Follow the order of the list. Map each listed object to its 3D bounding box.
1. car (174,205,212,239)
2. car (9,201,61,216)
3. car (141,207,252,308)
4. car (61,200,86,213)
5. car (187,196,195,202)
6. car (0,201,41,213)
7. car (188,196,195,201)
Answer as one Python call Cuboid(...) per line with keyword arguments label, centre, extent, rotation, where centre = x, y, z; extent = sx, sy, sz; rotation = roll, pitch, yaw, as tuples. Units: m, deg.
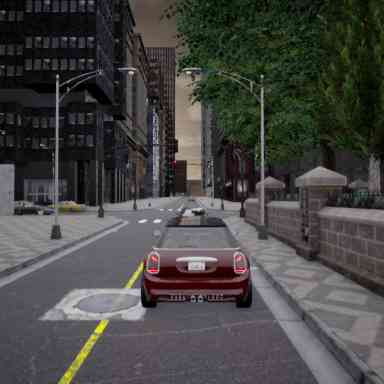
Cuboid(label="car", centre=(0.059, 1.541, 18.228), extent=(1.812, 1.442, 4.674), rotation=(0, 0, 0))
Cuboid(label="car", centre=(-14.701, 1.517, 30.156), extent=(4.403, 1.369, 2.008), rotation=(0, -1, 0))
Cuboid(label="car", centre=(0.081, 1.357, 8.102), extent=(2.097, 1.767, 4.553), rotation=(0, 0, 0))
Cuboid(label="car", centre=(-14.852, 1.676, 38.680), extent=(4.829, 1.417, 1.752), rotation=(0, -1, 0))
Cuboid(label="car", centre=(-0.171, 1.731, 79.721), extent=(2.033, 1.411, 5.357), rotation=(0, 0, 0))
Cuboid(label="car", centre=(-20.194, 1.708, 38.698), extent=(4.403, 1.369, 2.008), rotation=(0, -1, 0))
Cuboid(label="car", centre=(-0.193, 1.710, 90.140), extent=(1.812, 1.442, 4.674), rotation=(0, 0, 0))
